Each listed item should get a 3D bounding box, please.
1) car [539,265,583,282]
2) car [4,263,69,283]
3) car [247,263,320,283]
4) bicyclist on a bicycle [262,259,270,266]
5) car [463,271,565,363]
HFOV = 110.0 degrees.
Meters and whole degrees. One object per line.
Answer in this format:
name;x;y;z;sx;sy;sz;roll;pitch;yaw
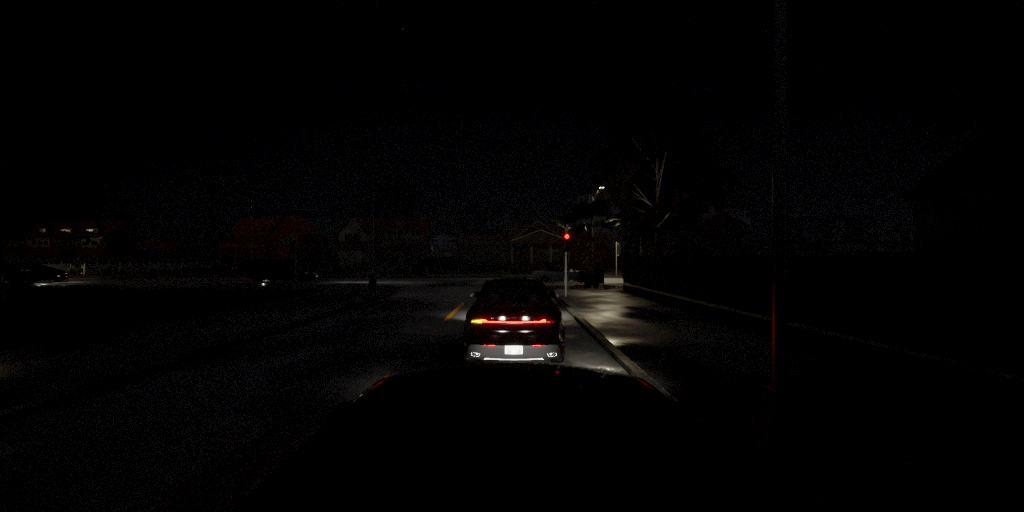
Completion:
car;3.862;1.351;26.829;4.718;1.301;1.895;0;0;0
car;-36.297;1.255;26.781;4.892;1.490;1.837;0;0;0
car;-17.021;1.242;26.794;4.902;1.511;2.128;0;0;0
bicyclist on a bicycle;-24.169;1.099;35.189;0.582;1.620;1.656;0;0;0
car;0.052;1.255;8.153;1.837;1.490;4.892;0;0;1
